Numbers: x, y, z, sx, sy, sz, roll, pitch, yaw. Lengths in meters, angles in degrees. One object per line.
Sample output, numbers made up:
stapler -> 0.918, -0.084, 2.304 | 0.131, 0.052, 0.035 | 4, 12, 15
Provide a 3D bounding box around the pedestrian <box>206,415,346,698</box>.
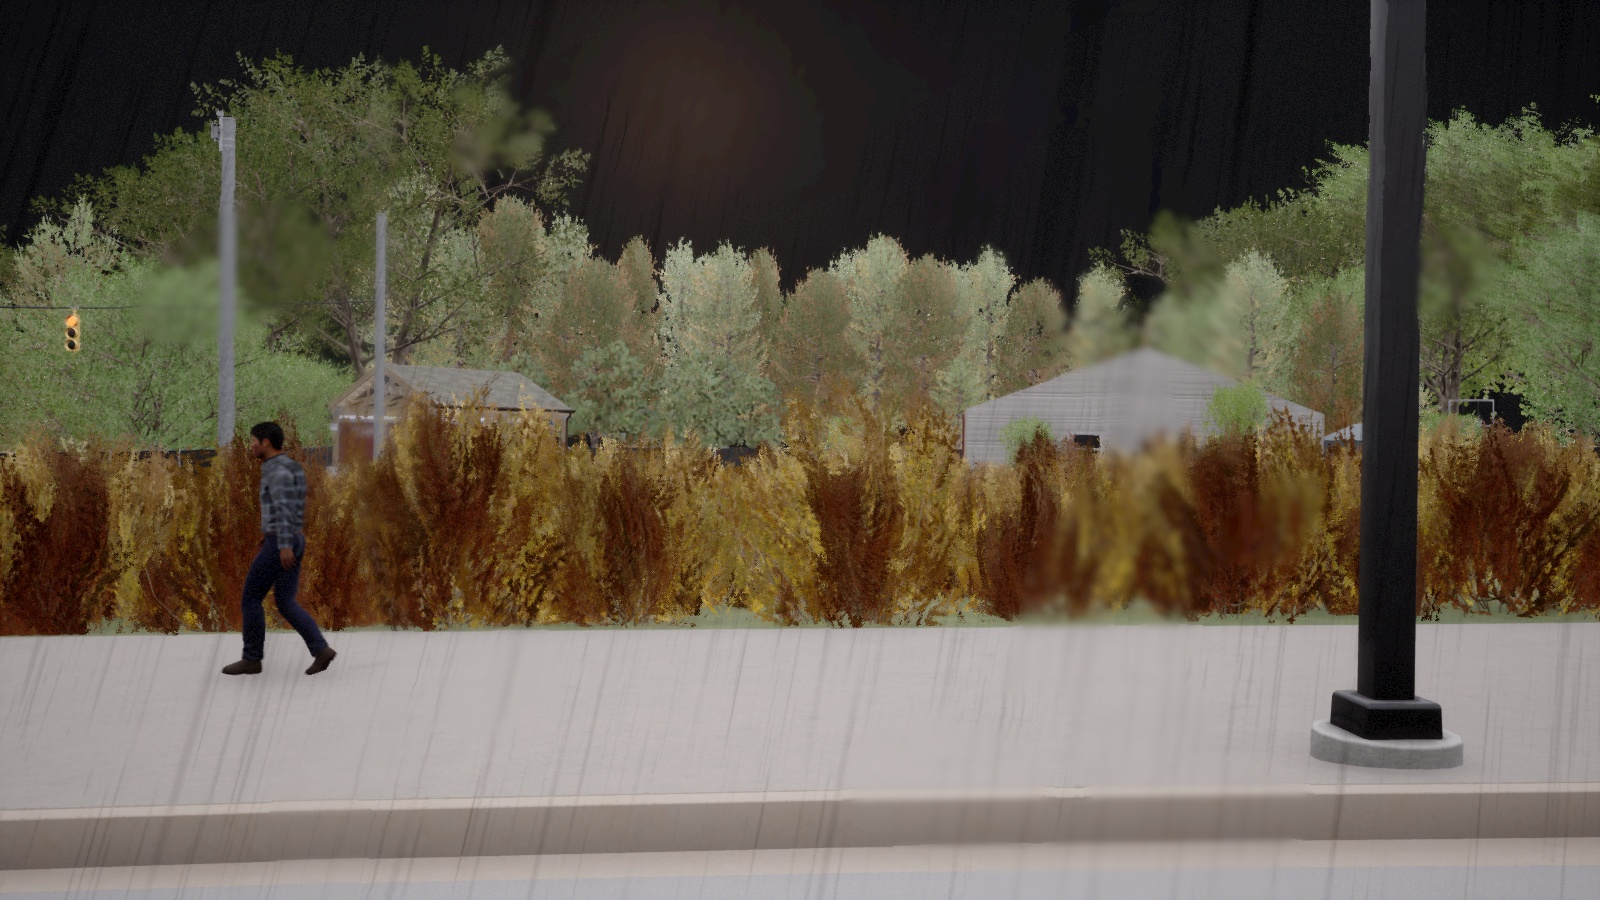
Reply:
pedestrian -> -3.693, 0.734, 8.881 | 0.788, 1.949, 0.423 | -1, 1, -2
